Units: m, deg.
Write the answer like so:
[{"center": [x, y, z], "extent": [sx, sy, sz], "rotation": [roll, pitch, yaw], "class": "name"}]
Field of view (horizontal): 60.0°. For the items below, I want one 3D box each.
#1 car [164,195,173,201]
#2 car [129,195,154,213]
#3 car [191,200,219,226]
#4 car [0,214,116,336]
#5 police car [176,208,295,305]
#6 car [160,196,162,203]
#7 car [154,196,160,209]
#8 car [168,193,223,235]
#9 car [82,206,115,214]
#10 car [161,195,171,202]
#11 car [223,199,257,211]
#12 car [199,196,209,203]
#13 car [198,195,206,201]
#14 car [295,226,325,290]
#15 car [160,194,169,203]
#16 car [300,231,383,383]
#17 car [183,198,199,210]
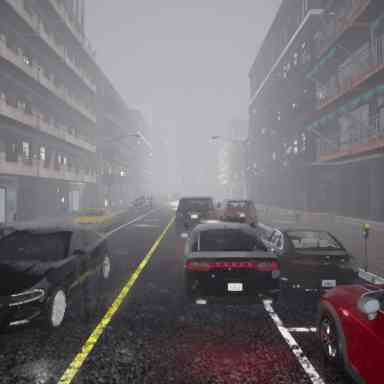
[{"center": [-5.869, 1.521, 81.944], "extent": [1.887, 1.381, 4.507], "rotation": [0, 0, 0], "class": "car"}, {"center": [-5.770, 1.434, 36.853], "extent": [1.967, 1.590, 4.097], "rotation": [0, 0, 0], "class": "car"}, {"center": [0.846, 1.453, 24.369], "extent": [1.801, 1.575, 5.366], "rotation": [0, 0, 0], "class": "car"}, {"center": [-3.117, 1.477, 7.079], "extent": [1.882, 1.535, 5.008], "rotation": [0, 0, 0], "class": "car"}, {"center": [0.744, 1.423, 8.293], "extent": [1.930, 1.638, 5.238], "rotation": [0, 0, 0], "class": "police car"}, {"center": [-5.796, 1.573, 48.126], "extent": [1.802, 1.307, 4.206], "rotation": [0, 0, 0], "class": "car"}, {"center": [-5.782, 1.308, 42.490], "extent": [2.192, 1.841, 5.009], "rotation": [0, 0, 0], "class": "car"}, {"center": [0.393, 1.212, 18.263], "extent": [2.150, 2.045, 5.566], "rotation": [-1, 1, 6], "class": "car"}, {"center": [-5.733, 1.524, 19.773], "extent": [1.752, 1.417, 4.829], "rotation": [0, 0, 0], "class": "car"}, {"center": [-5.857, 1.419, 76.307], "extent": [1.967, 1.590, 4.097], "rotation": [0, 0, 0], "class": "car"}, {"center": [2.649, 1.314, 19.958], "extent": [2.192, 1.841, 5.009], "rotation": [0, 0, 0], "class": "car"}, {"center": [2.536, 1.507, 70.856], "extent": [1.752, 1.417, 4.829], "rotation": [0, 0, 0], "class": "car"}, {"center": [2.511, 1.521, 81.958], "extent": [1.887, 1.381, 4.507], "rotation": [0, 0, 0], "class": "car"}, {"center": [2.672, 1.551, 8.685], "extent": [2.008, 1.369, 4.403], "rotation": [0, 0, 0], "class": "car"}, {"center": [-5.843, 1.297, 70.671], "extent": [2.192, 1.841, 5.009], "rotation": [0, 0, 0], "class": "car"}, {"center": [2.684, 1.440, 3.049], "extent": [1.967, 1.590, 4.097], "rotation": [0, 0, 0], "class": "car"}, {"center": [-0.089, 1.539, 45.190], "extent": [2.033, 1.411, 5.357], "rotation": [0, 0, 0], "class": "car"}]
